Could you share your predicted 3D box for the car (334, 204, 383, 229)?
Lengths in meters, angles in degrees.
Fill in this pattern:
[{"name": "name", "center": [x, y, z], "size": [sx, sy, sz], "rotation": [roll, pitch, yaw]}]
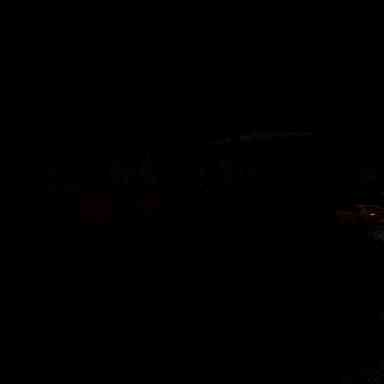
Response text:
[{"name": "car", "center": [11.633, 1.604, 22.863], "size": [1.882, 1.535, 5.008], "rotation": [-1, -1, -5]}]
